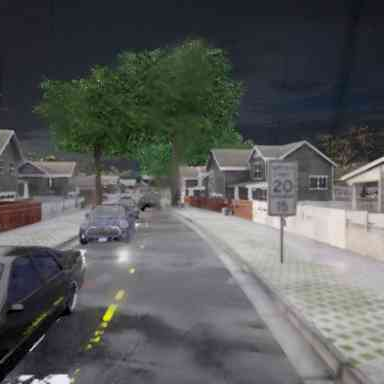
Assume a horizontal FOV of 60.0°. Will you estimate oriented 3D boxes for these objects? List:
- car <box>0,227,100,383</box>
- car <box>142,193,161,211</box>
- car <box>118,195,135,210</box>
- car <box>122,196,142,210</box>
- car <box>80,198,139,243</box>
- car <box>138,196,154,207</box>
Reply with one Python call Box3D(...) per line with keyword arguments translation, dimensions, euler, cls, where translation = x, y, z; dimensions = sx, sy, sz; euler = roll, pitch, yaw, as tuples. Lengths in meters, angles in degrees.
Box3D(translation=(-2.993, 1.549, 4.757), dimensions=(2.033, 1.411, 5.357), euler=(0, 0, -3), cls="car")
Box3D(translation=(-4.898, 1.169, 39.464), dimensions=(2.150, 2.045, 5.566), euler=(0, 0, -11), cls="car")
Box3D(translation=(-8.510, 1.366, 43.409), dimensions=(2.097, 1.767, 4.553), euler=(0, 0, -11), cls="car")
Box3D(translation=(-5.530, 1.330, 28.061), dimensions=(2.097, 1.767, 4.553), euler=(0, 0, -10), cls="car")
Box3D(translation=(-3.844, 1.344, 15.735), dimensions=(2.097, 1.767, 4.553), euler=(0, 0, -6), cls="car")
Box3D(translation=(-6.916, 1.431, 49.800), dimensions=(2.128, 1.511, 4.902), euler=(0, 0, -10), cls="car")
